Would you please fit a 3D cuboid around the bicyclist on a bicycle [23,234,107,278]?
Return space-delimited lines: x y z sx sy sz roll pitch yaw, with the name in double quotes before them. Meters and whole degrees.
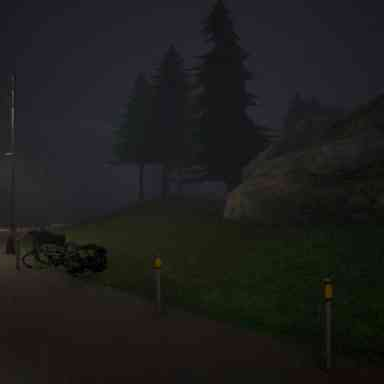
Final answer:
"bicyclist on a bicycle" -2.558 1.589 7.723 1.620 0.582 1.656 -20 -40 21

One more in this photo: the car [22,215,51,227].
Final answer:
"car" -20.136 3.737 43.421 2.128 1.511 4.902 1 -4 3

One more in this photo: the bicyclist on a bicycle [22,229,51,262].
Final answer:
"bicyclist on a bicycle" -3.685 1.439 8.623 1.656 0.582 1.620 -1 26 -47
